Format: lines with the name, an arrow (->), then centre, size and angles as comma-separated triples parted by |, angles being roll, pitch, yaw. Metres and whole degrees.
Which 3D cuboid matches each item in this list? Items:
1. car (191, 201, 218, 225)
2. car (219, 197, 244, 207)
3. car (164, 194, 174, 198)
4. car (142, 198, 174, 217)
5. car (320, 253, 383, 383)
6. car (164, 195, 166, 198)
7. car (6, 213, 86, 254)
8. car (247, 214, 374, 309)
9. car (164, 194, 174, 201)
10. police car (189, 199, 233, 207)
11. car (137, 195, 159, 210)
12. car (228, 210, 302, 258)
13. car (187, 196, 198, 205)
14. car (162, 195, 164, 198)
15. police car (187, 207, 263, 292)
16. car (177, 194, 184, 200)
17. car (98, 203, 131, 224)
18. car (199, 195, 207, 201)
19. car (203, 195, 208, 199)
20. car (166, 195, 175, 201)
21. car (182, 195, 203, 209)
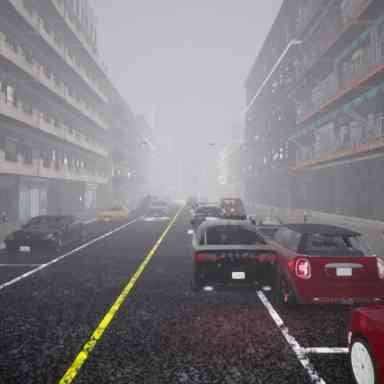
car -> 0.858, 1.500, 24.972 | 1.837, 1.490, 4.892 | 0, 0, 0
car -> 2.724, 1.310, 24.746 | 2.192, 1.841, 5.009 | 0, 0, 0
car -> -5.589, 1.285, 75.489 | 2.192, 1.841, 5.009 | 0, 0, 0
car -> -3.058, 1.540, 31.192 | 2.033, 1.411, 5.357 | 0, 0, 0
car -> 2.693, 1.544, 2.201 | 1.887, 1.381, 4.507 | 0, 0, 0
car -> -5.621, 1.564, 52.944 | 1.802, 1.307, 4.206 | 0, 0, 0
car -> -5.673, 1.564, 13.487 | 1.947, 1.339, 4.313 | 0, 0, 0
car -> 2.701, 1.439, 7.837 | 1.967, 1.590, 4.097 | 0, 0, 0
car -> -5.583, 1.406, 81.124 | 1.967, 1.590, 4.097 | 0, 0, 0
police car -> 0.924, 1.422, 19.082 | 1.930, 1.638, 5.238 | 0, 0, 0
car -> -5.635, 1.428, 41.671 | 1.967, 1.590, 4.097 | 0, 0, 0
car -> 2.708, 1.549, 13.473 | 2.008, 1.369, 4.403 | 0, 0, 0
car -> 0.078, 1.457, 59.521 | 1.882, 1.535, 5.008 | 0, 0, 0
car -> -5.627, 1.300, 47.307 | 2.192, 1.841, 5.009 | 0, 0, 0
police car -> 0.910, 1.424, 9.082 | 1.930, 1.638, 5.238 | 0, 0, 0
car -> -2.882, 1.311, 90.513 | 2.097, 1.767, 4.553 | 0, 0, 0
car -> -5.658, 1.520, 24.590 | 1.752, 1.417, 4.829 | 0, 0, 0
car -> 2.805, 1.507, 86.746 | 1.887, 1.381, 4.507 | 0, 0, 0
car -> 2.790, 1.495, 75.644 | 1.752, 1.417, 4.829 | 0, 0, 0
car -> -5.575, 1.507, 86.762 | 1.887, 1.381, 4.507 | 0, 0, 0
car -> 0.069, 1.477, 45.582 | 2.128, 1.511, 4.902 | 0, 0, 0
